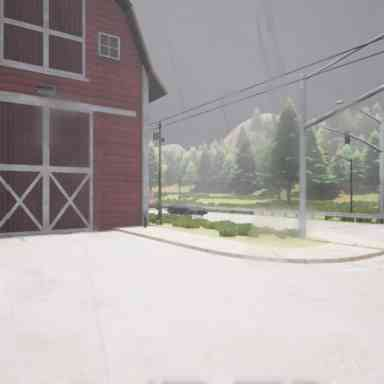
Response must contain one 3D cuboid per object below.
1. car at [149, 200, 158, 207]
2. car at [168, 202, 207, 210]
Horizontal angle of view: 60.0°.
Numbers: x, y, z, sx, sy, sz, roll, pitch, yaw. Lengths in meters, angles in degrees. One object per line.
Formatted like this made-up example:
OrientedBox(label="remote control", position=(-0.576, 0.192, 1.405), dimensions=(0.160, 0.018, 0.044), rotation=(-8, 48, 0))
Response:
OrientedBox(label="car", position=(-6.523, 1.852, 49.614), dimensions=(1.812, 1.442, 4.674), rotation=(0, 0, -34))
OrientedBox(label="car", position=(-0.574, 1.780, 34.520), dimensions=(2.033, 1.411, 5.357), rotation=(0, 0, -34))
